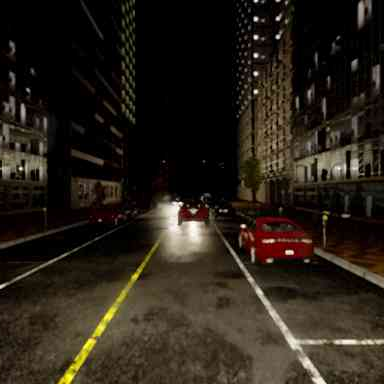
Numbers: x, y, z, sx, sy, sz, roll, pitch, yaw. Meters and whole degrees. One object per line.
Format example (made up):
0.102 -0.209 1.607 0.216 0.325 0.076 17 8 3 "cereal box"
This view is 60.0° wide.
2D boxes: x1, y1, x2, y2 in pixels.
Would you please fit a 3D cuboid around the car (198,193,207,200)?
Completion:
2.703 1.108 85.424 2.192 1.841 5.009 0 0 0 "car"

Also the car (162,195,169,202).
-5.680 1.355 73.881 1.752 1.417 4.829 0 0 0 "car"

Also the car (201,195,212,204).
2.700 1.305 62.656 1.967 1.590 4.097 0 0 0 "car"

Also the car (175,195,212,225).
0.102 1.312 23.720 2.097 1.767 4.553 0 0 0 "car"

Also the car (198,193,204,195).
0.103 1.272 41.934 2.097 1.767 4.553 0 0 0 "car"

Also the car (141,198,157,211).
-5.684 1.469 39.896 1.887 1.381 4.507 0 0 0 "car"

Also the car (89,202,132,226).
-5.686 1.506 22.818 1.887 1.381 4.507 0 0 0 "car"

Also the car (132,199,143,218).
-5.685 1.531 28.511 1.802 1.307 4.206 0 0 0 "car"

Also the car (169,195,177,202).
-2.993 1.362 69.884 2.128 1.511 4.902 0 0 0 "car"

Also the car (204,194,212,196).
2.698 1.462 51.271 1.947 1.339 4.313 0 0 0 "car"

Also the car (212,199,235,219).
2.695 1.516 28.503 1.947 1.339 4.313 0 0 0 "car"

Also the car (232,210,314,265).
2.693 1.528 11.426 1.887 1.381 4.507 0 0 0 "car"

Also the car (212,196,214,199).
2.697 1.490 39.887 1.947 1.339 4.313 0 0 0 "car"

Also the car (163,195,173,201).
-5.680 1.362 79.745 2.008 1.369 4.403 0 0 0 "car"
